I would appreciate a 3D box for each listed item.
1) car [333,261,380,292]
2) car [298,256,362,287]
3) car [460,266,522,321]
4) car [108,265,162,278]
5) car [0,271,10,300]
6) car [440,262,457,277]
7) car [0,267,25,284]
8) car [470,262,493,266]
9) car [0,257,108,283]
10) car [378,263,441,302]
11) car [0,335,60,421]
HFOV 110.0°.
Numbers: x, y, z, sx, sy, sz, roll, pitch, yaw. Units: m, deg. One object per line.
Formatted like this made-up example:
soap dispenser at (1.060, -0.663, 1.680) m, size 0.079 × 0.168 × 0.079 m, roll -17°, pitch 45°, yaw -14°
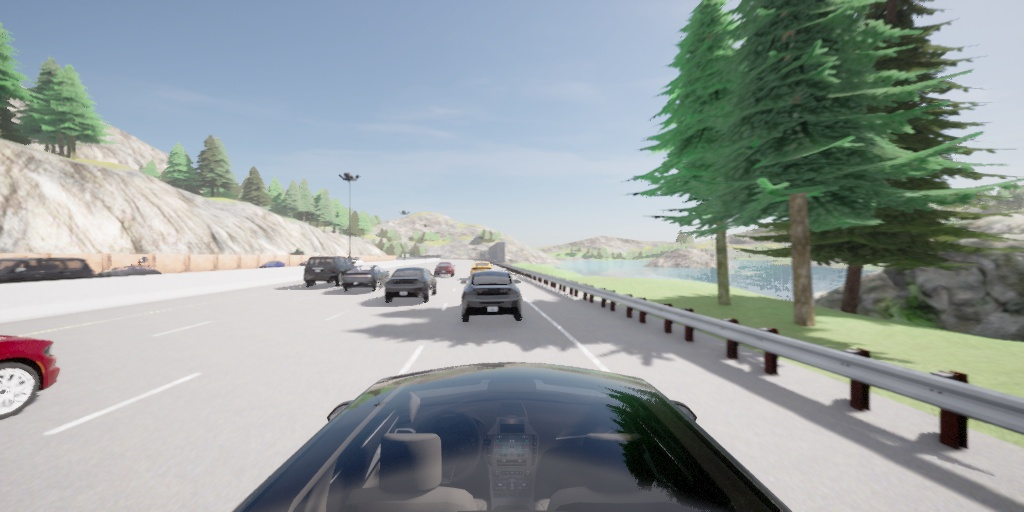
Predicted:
car at (-8.668, 1.282, 21.751) m, size 2.128 × 1.511 × 4.902 m, roll 0°, pitch 0°, yaw -6°
car at (-12.559, 1.031, 25.305) m, size 2.150 × 2.045 × 5.566 m, roll 0°, pitch 0°, yaw -6°
car at (-0.742, 1.259, 12.542) m, size 1.837 × 1.490 × 4.892 m, roll 0°, pitch 0°, yaw -5°
car at (-30.739, 1.458, 28.871) m, size 1.994 × 1.385 × 4.181 m, roll 0°, pitch 0°, yaw -6°
car at (-25.800, 1.434, 15.708) m, size 1.994 × 1.385 × 4.181 m, roll 0°, pitch 0°, yaw -6°
car at (-6.668, 1.308, 35.958) m, size 1.812 × 1.442 × 4.674 m, roll 0°, pitch 0°, yaw -6°
car at (-10.722, 1.152, 4.837) m, size 2.097 × 1.767 × 4.553 m, roll 0°, pitch 0°, yaw -2°
car at (-2.745, 1.242, 32.219) m, size 1.882 × 1.535 × 5.008 m, roll 0°, pitch 0°, yaw -6°
car at (-22.326, 1.077, 16.122) m, size 2.150 × 2.045 × 5.566 m, roll 0°, pitch 0°, yaw -6°
car at (-4.669, 1.277, 17.052) m, size 1.837 × 1.490 × 4.892 m, roll 0°, pitch 0°, yaw -6°
car at (-7.135, 1.261, 2.785) m, size 1.882 × 1.535 × 5.008 m, roll 0°, pitch 0°, yaw -1°
